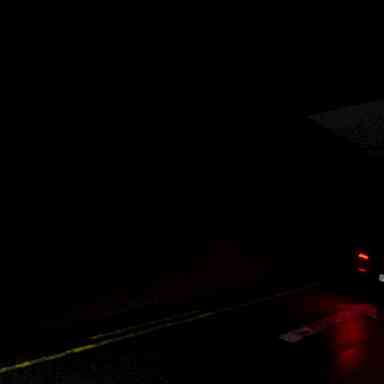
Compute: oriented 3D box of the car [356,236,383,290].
[{"bbox_3d":[5.678,1.526,7.819,4.674,1.442,1.812,0,0,-35],"label":"car"}]
